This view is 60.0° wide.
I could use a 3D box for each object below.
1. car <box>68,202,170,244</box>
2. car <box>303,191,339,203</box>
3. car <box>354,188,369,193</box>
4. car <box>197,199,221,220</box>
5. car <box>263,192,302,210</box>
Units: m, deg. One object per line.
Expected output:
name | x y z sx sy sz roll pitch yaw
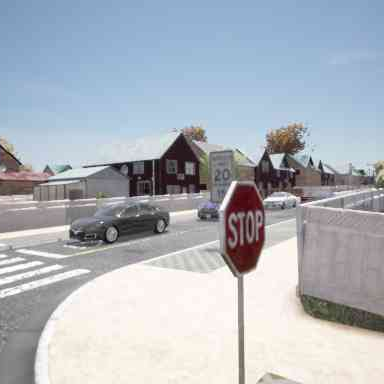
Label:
car | -2.961 1.219 14.437 1.837 1.490 4.892 -1 1 35
car | 12.422 0.598 31.059 2.033 1.411 5.357 -1 1 35
car | 25.846 0.039 50.019 1.895 1.301 4.718 -1 1 35
car | 2.264 0.823 21.819 2.097 1.767 4.553 -1 1 35
car | 7.936 0.734 29.818 1.812 1.442 4.674 -1 1 36
